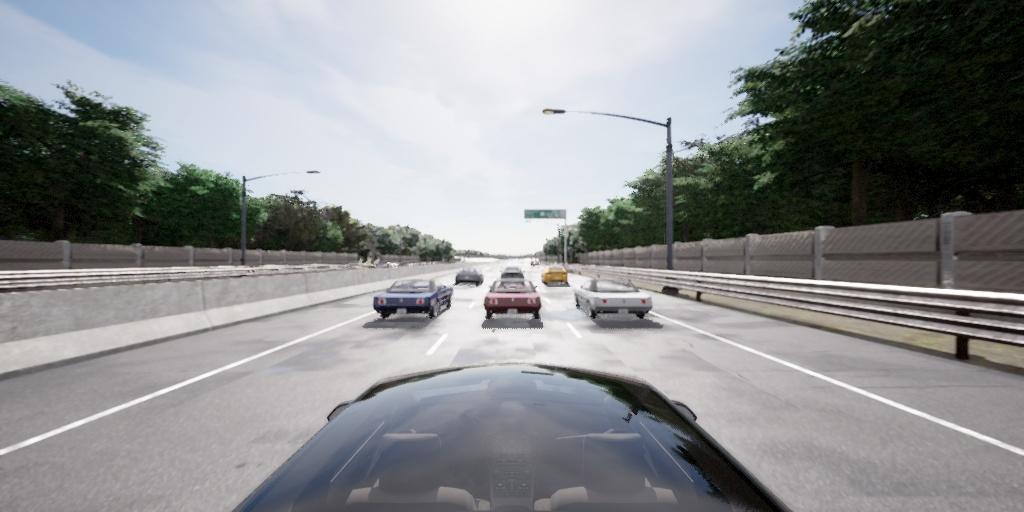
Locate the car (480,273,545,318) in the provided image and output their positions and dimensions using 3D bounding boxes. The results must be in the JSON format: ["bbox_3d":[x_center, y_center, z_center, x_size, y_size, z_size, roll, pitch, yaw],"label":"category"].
[{"bbox_3d":[0.040,1.490,13.551,1.895,1.301,4.718,0,-1,1],"label":"car"}]

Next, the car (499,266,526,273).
[{"bbox_3d":[0.042,1.574,29.163,1.837,1.490,4.892,0,0,0],"label":"car"}]

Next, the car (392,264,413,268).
[{"bbox_3d":[-17.543,2.009,58.908,1.895,1.301,4.718,0,-1,1],"label":"car"}]

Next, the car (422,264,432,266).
[{"bbox_3d":[-14.048,1.957,59.062,2.033,1.411,5.357,0,-1,1],"label":"car"}]

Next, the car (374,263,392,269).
[{"bbox_3d":[-21.043,1.900,58.924,2.128,1.511,4.902,0,-1,1],"label":"car"}]

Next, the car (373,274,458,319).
[{"bbox_3d":[-3.460,1.490,13.558,1.895,1.301,4.718,0,-1,1],"label":"car"}]

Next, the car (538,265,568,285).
[{"bbox_3d":[3.550,1.559,30.390,1.882,1.535,5.008,0,0,0],"label":"car"}]

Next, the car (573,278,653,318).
[{"bbox_3d":[3.540,1.490,13.550,1.895,1.301,4.718,0,-1,1],"label":"car"}]

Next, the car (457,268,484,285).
[{"bbox_3d":[-3.454,1.636,29.483,1.994,1.385,4.181,0,-1,1],"label":"car"}]
